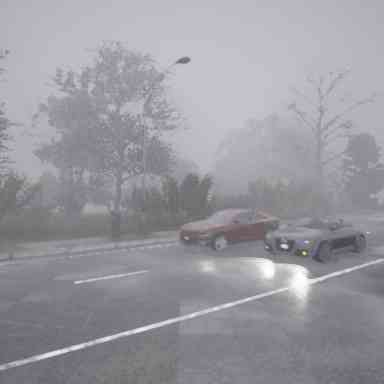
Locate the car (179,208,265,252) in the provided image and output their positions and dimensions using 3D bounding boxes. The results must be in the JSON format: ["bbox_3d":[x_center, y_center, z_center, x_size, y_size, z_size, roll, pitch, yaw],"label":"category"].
[{"bbox_3d":[1.742,1.498,14.328,5.008,1.535,1.882,0,0,-39],"label":"car"}]

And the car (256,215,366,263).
[{"bbox_3d":[4.556,1.583,12.114,4.181,1.385,1.994,0,0,-39],"label":"car"}]
